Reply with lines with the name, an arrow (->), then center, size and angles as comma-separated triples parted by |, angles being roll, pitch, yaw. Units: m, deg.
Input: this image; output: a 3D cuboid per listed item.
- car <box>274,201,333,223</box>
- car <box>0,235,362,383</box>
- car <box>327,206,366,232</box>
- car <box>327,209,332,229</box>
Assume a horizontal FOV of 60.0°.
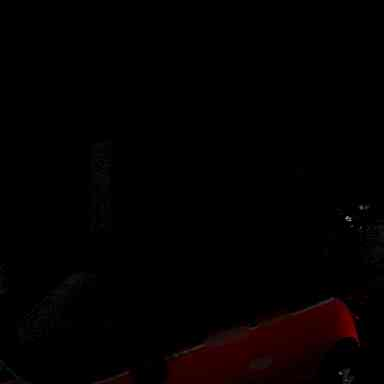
car -> 10.699, 1.856, 32.206 | 2.192, 1.841, 5.009 | -1, 0, -36
car -> -0.480, 1.367, 3.042 | 4.553, 1.767, 2.097 | 1, 0, -36
car -> 9.715, 1.781, 23.512 | 2.097, 1.767, 4.553 | 0, -1, -35
car -> 6.984, 2.009, 22.763 | 1.802, 1.307, 4.206 | 0, 0, -36
